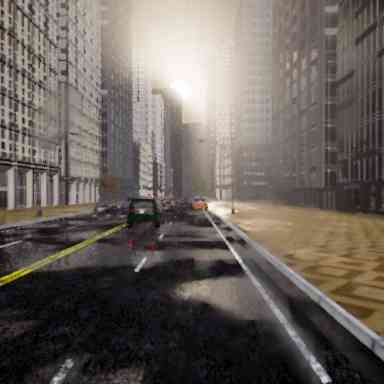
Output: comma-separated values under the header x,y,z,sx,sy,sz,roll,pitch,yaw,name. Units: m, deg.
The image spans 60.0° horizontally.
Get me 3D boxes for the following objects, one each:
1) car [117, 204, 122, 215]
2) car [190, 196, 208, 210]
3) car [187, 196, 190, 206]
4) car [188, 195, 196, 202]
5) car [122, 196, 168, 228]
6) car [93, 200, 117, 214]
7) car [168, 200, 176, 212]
x,y,z,sx,sy,sz,roll,pitch,yaw,name
-6.597,1.449,37.888,2.150,2.045,5.566,0,0,0,car
1.122,1.637,46.833,2.097,1.767,4.553,0,0,0,car
-0.020,1.933,66.103,2.033,1.411,5.357,0,0,0,car
-0.026,1.791,87.893,2.097,1.767,4.553,0,0,0,car
-3.160,1.366,23.655,2.150,2.045,5.566,0,0,0,car
-9.844,1.722,38.087,2.128,1.511,4.902,0,0,0,car
-3.162,1.789,43.268,1.812,1.442,4.674,0,0,0,car
